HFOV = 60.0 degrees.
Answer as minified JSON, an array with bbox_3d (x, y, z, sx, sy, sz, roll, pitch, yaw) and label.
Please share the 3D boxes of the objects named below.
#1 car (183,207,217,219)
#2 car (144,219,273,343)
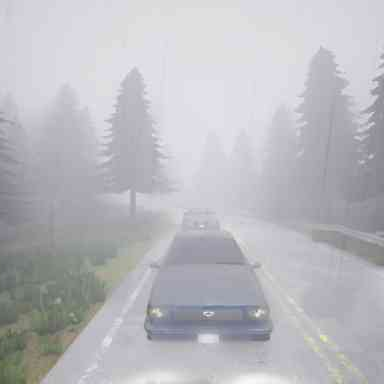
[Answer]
[{"bbox_3d":[0.438,1.584,19.156,1.994,1.385,4.181,0,0,-2],"label":"car"},{"bbox_3d":[0.266,1.557,7.071,2.033,1.411,5.357,0,0,1],"label":"car"}]
